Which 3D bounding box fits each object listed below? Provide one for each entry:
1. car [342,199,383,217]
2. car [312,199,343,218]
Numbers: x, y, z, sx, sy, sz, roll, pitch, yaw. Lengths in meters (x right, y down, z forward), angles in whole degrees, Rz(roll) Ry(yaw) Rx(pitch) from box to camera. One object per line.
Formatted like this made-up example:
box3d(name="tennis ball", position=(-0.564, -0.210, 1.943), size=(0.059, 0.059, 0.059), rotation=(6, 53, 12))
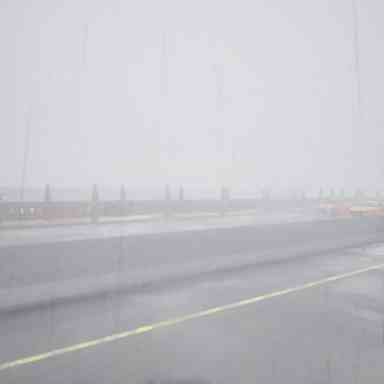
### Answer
box3d(name="car", position=(15.329, 1.539, 28.542), size=(5.008, 1.535, 1.882), rotation=(0, 0, -37))
box3d(name="car", position=(13.338, 1.414, 31.423), size=(4.553, 1.767, 2.097), rotation=(0, 0, -37))
